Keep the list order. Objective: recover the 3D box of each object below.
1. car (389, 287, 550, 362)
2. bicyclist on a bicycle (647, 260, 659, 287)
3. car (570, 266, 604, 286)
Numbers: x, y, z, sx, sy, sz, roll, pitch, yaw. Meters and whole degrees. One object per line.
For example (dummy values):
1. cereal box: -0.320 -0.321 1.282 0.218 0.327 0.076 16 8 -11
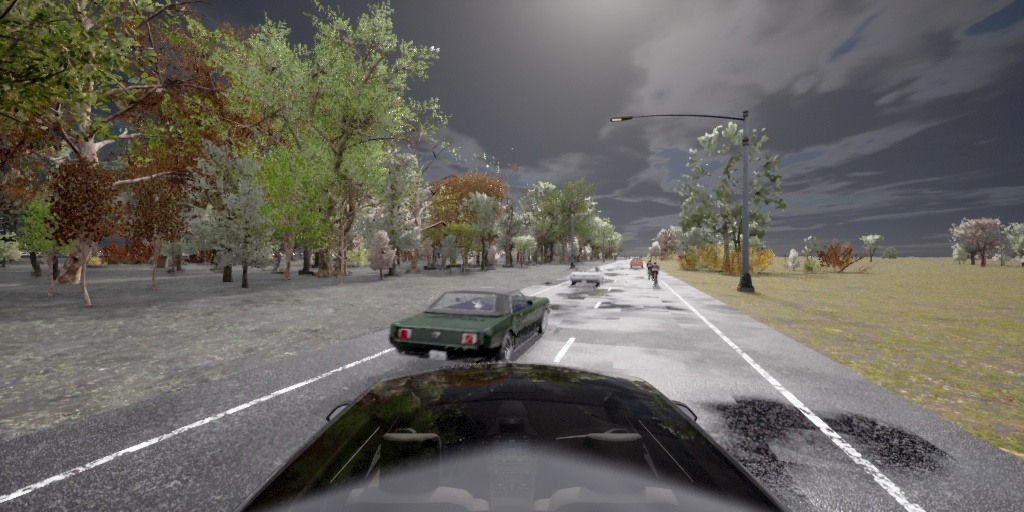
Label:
1. car: -0.500 1.352 8.012 1.895 1.301 4.718 0 0 19
2. bicyclist on a bicycle: 9.404 1.208 23.563 0.582 1.620 1.656 0 0 19
3. car: 5.437 1.355 25.459 1.895 1.301 4.718 0 0 19
